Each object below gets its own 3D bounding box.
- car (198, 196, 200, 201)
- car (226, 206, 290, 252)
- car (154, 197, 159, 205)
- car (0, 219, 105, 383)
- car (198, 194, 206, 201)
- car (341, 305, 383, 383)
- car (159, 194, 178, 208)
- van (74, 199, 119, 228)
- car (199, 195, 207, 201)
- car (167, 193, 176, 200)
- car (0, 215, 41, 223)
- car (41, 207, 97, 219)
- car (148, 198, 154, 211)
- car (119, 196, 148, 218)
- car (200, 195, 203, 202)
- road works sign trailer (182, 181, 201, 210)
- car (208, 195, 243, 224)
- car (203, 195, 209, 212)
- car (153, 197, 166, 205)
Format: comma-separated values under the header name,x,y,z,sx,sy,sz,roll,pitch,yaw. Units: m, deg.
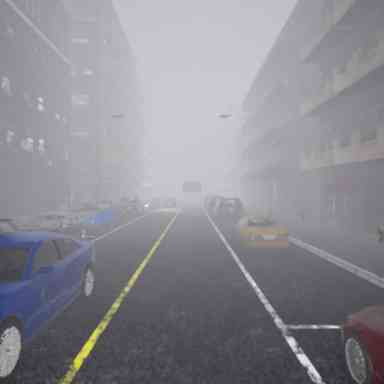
name,x,y,z,sx,sy,sz,roll,pitch,yaw
car,2.644,1.501,75.434,1.752,1.417,4.829,-1,0,0
car,2.673,1.520,13.812,1.752,1.417,4.829,-1,0,0
car,-5.725,1.564,52.881,1.802,1.307,4.206,-1,0,0
car,-3.103,1.475,5.573,1.882,1.535,5.008,0,0,0
car,2.638,1.413,86.469,1.967,1.590,4.097,-1,0,0
car,2.679,1.581,2.438,1.802,1.307,4.206,-1,0,0
car,-3.105,1.474,47.741,2.128,1.511,4.902,0,0,0
van,-5.679,1.334,19.269,1.690,1.788,3.998,-1,0,0
car,2.642,1.540,80.866,1.947,1.339,4.313,-1,0,0
car,-5.746,1.287,92.096,2.192,1.841,5.009,-1,0,0
car,-5.673,1.437,8.064,1.967,1.590,4.097,-1,0,0
car,-5.674,1.545,13.667,2.008,1.369,4.403,-1,0,0
car,-5.725,1.537,36.075,2.008,1.369,4.403,-1,0,0
car,-5.708,1.304,30.473,2.192,1.841,5.009,-1,0,0
car,2.655,1.299,47.254,2.192,1.841,5.009,-1,0,0
road works sign trailer,-0.016,0.449,41.898,2.380,3.560,2.880,0,0,1
car,2.665,1.306,24.846,2.192,1.841,5.009,-1,0,0
car,2.659,1.302,36.050,2.192,1.841,5.009,-1,0,0
car,-5.727,1.562,58.483,1.802,1.307,4.206,-1,0,0
